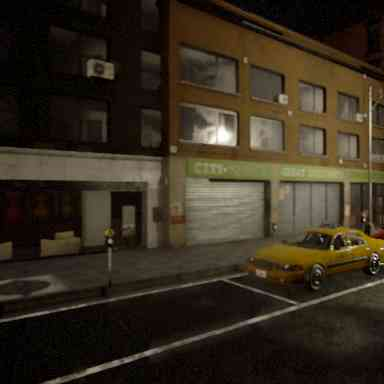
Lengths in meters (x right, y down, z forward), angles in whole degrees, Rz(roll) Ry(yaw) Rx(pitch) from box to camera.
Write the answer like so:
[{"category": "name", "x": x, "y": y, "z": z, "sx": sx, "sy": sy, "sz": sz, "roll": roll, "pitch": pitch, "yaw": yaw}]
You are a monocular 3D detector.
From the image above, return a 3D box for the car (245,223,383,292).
[{"category": "car", "x": 3.559, "y": 1.569, "z": 9.065, "sx": 4.829, "sy": 1.417, "sz": 1.752, "roll": 0, "pitch": -1, "yaw": -35}]
